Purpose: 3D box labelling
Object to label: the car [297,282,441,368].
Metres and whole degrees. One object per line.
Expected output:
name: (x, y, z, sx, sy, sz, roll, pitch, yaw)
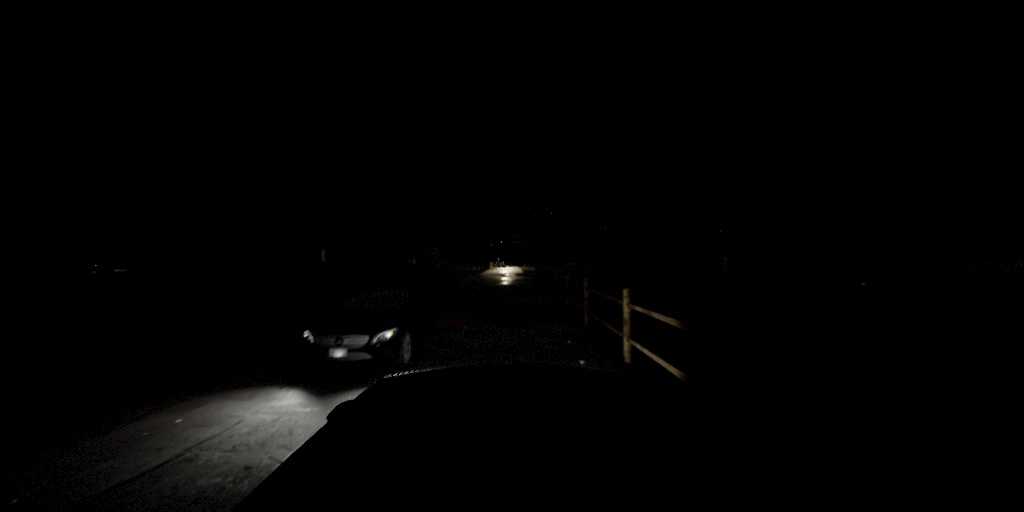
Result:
car: (-2.849, 1.357, 8.211, 1.812, 1.442, 4.674, 0, -1, 0)
